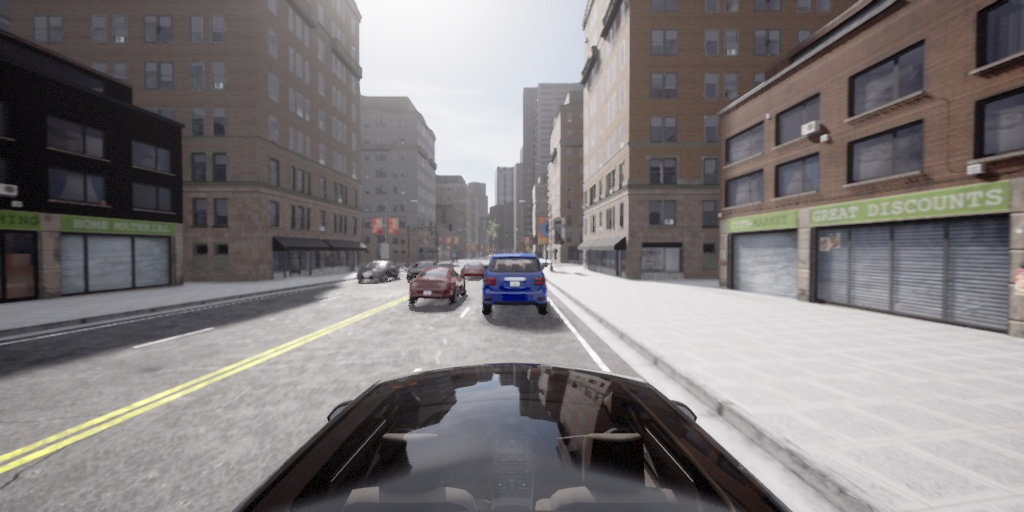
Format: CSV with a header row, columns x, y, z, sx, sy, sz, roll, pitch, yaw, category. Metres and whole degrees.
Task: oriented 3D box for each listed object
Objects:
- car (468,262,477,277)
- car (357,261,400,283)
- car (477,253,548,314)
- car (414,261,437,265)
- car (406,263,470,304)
x,y,z,sx,sy,sz,roll,pitch,yaw,category
-3.156,1.169,30.496,1.994,1.385,4.181,0,0,0,car
-9.846,1.117,26.749,2.128,1.511,4.902,0,0,0,car
0.093,0.919,13.662,2.150,2.045,5.566,0,1,0,car
-6.594,1.129,27.253,1.837,1.490,4.892,0,0,0,car
-3.156,1.210,15.708,1.812,1.442,4.674,0,0,0,car
